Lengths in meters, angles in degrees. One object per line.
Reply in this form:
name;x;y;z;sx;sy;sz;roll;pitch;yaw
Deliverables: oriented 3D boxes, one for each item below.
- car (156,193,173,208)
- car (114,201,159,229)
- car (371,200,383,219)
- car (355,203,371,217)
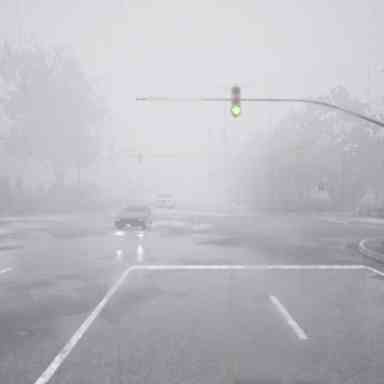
car;-3.773;1.159;46.373;2.150;2.045;5.566;0;0;0
car;-3.630;1.517;21.688;2.033;1.411;5.357;0;0;0
car;16.817;1.529;25.995;4.181;1.385;1.994;0;0;-4
car;17.025;1.451;29.515;4.902;1.511;2.128;0;0;-4
